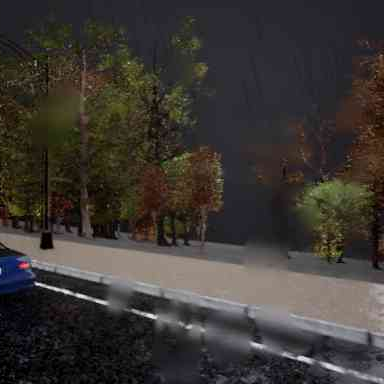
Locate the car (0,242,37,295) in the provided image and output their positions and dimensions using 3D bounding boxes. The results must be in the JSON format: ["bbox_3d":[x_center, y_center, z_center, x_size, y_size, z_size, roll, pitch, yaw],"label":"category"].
[{"bbox_3d":[-5.834,1.602,7.834,5.357,1.411,2.033,0,0,35],"label":"car"}]
